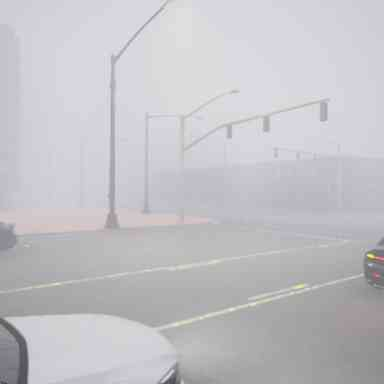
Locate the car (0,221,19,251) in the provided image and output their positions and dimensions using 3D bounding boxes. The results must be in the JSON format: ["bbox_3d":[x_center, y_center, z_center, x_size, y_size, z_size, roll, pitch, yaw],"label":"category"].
[{"bbox_3d":[-8.433,1.499,10.878,4.892,1.490,1.837,0,0,-35],"label":"car"}]

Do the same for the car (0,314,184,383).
[{"bbox_3d":[-2.207,1.521,2.172,4.674,1.442,1.812,0,0,-35],"label":"car"}]

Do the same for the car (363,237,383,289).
[{"bbox_3d":[6.061,1.566,8.077,4.892,1.490,1.837,0,0,-35],"label":"car"}]
